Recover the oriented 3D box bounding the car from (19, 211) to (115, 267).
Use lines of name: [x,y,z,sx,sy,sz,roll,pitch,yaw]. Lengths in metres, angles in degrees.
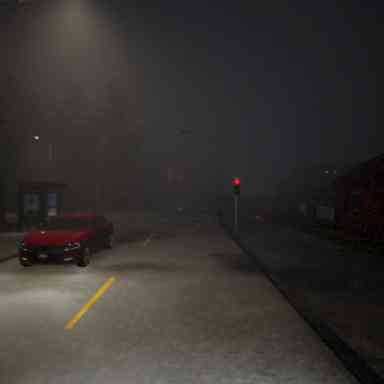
car: [-4.080,1.483,11.634,1.882,1.535,5.008,0,0,0]
